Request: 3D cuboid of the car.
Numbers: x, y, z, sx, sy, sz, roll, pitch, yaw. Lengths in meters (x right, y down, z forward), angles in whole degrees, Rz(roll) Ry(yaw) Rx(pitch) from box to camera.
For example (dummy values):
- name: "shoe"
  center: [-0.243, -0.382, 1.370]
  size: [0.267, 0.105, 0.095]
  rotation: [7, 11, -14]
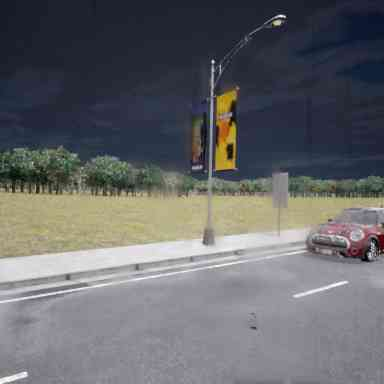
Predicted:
- name: "car"
  center: [6.223, 1.358, 12.136]
  size: [4.553, 1.767, 2.097]
  rotation: [0, 0, -36]
